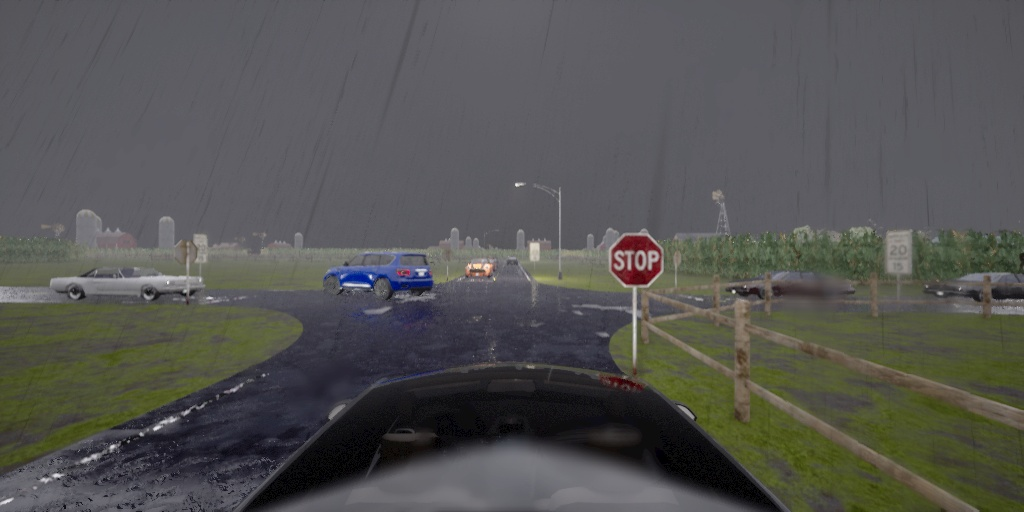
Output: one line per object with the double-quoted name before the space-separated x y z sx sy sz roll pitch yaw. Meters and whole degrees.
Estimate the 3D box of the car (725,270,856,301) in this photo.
"car" 13.641 1.409 17.719 5.357 1.411 2.033 1 -1 1

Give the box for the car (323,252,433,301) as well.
"car" -6.227 0.846 16.593 5.566 2.045 2.150 0 -2 29

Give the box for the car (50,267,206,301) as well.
"car" -15.672 1.105 14.850 4.718 1.301 1.895 1 -1 0

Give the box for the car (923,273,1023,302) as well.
"car" 23.814 1.529 17.668 5.357 1.411 2.033 1 -1 0

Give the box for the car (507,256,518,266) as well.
"car" 0.087 0.881 62.311 1.882 1.535 5.008 0 0 0

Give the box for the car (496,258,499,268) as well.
"car" -2.845 1.010 41.652 1.882 1.535 5.008 0 0 0

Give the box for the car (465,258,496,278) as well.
"car" -2.850 0.942 31.747 2.097 1.767 4.553 0 0 0
